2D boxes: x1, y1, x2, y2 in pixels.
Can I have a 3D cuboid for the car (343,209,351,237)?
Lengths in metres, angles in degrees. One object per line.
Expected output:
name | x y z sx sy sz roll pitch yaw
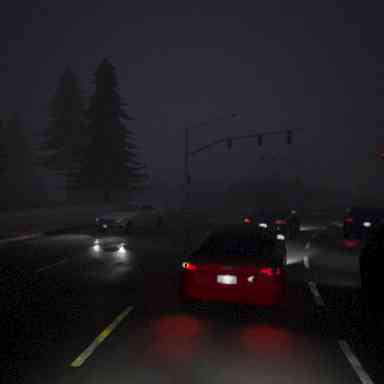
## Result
car | 8.379 1.312 15.878 1.994 1.385 4.181 0 1 28

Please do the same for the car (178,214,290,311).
car | 1.134 1.443 7.652 1.994 1.385 4.181 0 1 16

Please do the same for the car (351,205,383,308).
car | 3.925 1.156 4.300 2.150 2.045 5.566 0 1 14

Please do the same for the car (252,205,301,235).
car | 3.800 1.319 15.620 1.994 1.385 4.181 0 1 26

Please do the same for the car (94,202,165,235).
car | -3.064 1.257 17.410 1.812 1.442 4.674 0 1 24
